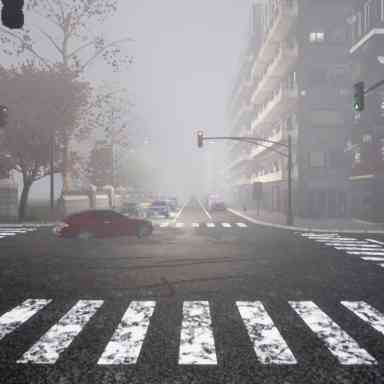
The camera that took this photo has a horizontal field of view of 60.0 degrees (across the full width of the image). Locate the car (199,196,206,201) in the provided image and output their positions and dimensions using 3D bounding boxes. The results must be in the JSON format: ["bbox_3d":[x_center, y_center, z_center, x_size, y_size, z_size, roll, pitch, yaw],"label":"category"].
[{"bbox_3d":[2.998,1.699,92.832,1.802,1.307,4.206,0,0,0],"label":"car"}]

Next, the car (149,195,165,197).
[{"bbox_3d":[-5.529,1.346,47.819,2.192,1.841,5.009,0,0,0],"label":"car"}]

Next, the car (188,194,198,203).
[{"bbox_3d":[0.246,1.424,71.423,2.097,1.767,4.553,0,0,0],"label":"car"}]

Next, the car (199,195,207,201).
[{"bbox_3d":[2.980,1.543,87.201,1.967,1.590,4.097,0,0,0],"label":"car"}]

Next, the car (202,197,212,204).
[{"bbox_3d":[2.906,1.602,64.681,1.887,1.381,4.507,0,0,0],"label":"car"}]

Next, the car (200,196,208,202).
[{"bbox_3d":[2.961,1.634,81.572,1.887,1.381,4.507,0,0,0],"label":"car"}]

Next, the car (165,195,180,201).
[{"bbox_3d":[-2.910,1.540,50.436,1.837,1.490,4.892,0,0,0],"label":"car"}]

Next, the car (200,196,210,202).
[{"bbox_3d":[2.943,1.628,75.942,2.008,1.369,4.403,0,0,0],"label":"car"}]

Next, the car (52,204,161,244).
[{"bbox_3d":[-4.093,1.522,15.751,4.674,1.442,1.812,1,1,-36],"label":"car"}]

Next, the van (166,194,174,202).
[{"bbox_3d":[-5.419,1.431,81.600,1.690,1.788,3.998,0,0,0],"label":"van"}]

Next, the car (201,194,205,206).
[{"bbox_3d":[2.869,1.479,53.422,1.967,1.590,4.097,0,0,0],"label":"car"}]

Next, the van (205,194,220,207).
[{"bbox_3d":[2.833,1.365,42.161,1.690,1.788,3.998,0,0,0],"label":"van"}]

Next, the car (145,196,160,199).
[{"bbox_3d":[-5.548,1.549,42.019,1.752,1.417,4.829,0,0,0],"label":"car"}]

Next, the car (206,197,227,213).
[{"bbox_3d":[2.813,1.563,36.530,1.887,1.381,4.507,0,0,0],"label":"car"}]

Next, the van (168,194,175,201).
[{"bbox_3d":[-5.400,1.444,87.229,1.690,1.788,3.998,0,0,0],"label":"van"}]

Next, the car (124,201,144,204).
[{"bbox_3d":[-5.585,1.579,30.928,1.947,1.339,4.313,0,0,0],"label":"car"}]

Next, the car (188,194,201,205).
[{"bbox_3d":[0.303,1.577,61.343,1.812,1.442,4.674,0,0,0],"label":"car"}]

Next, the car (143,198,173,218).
[{"bbox_3d":[-2.993,1.539,30.321,1.812,1.442,4.674,0,0,0],"label":"car"}]

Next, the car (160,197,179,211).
[{"bbox_3d":[-2.960,1.623,40.245,1.895,1.301,4.718,0,0,0],"label":"car"}]

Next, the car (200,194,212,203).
[{"bbox_3d":[2.925,1.382,70.312,2.192,1.841,5.009,0,0,0],"label":"car"}]
